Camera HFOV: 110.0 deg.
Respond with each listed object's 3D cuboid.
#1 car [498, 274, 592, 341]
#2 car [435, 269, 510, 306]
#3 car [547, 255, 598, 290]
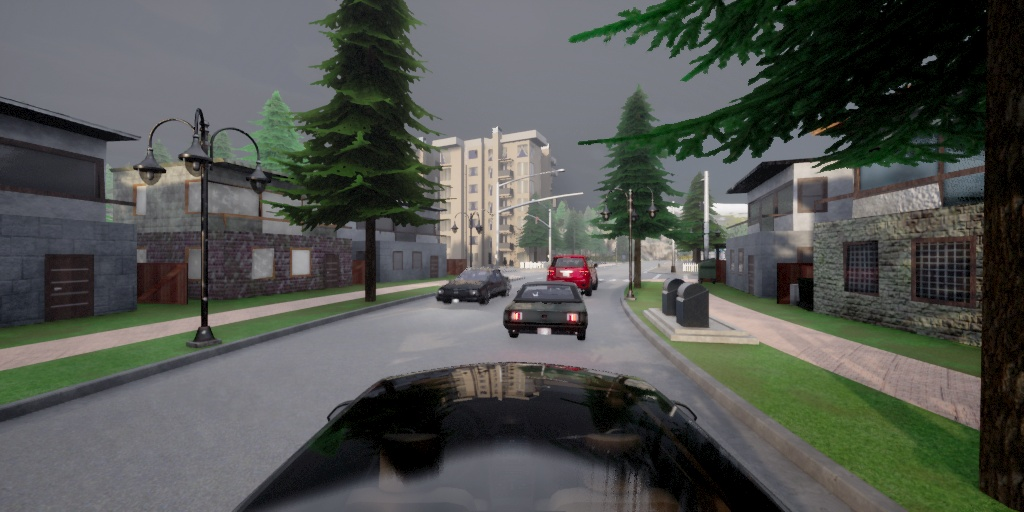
[{"bbox_3d":[1.074,1.351,9.992,1.895,1.301,4.718,0,0,9],"label":"car"},{"bbox_3d":[-1.455,1.298,16.058,2.033,1.411,5.357,0,0,15],"label":"car"},{"bbox_3d":[3.376,0.971,19.486,2.150,2.045,5.566,0,0,18],"label":"car"}]
